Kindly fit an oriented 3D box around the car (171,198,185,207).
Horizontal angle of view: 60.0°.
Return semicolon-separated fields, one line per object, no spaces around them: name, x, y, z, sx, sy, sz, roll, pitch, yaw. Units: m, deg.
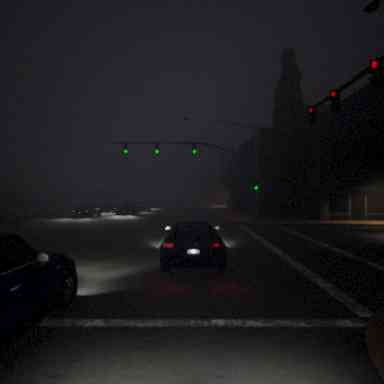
car;-2.728;2.051;61.208;1.994;1.385;4.181;0;-1;2

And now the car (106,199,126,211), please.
car;-10.416;1.908;42.876;1.994;1.385;4.181;0;0;4

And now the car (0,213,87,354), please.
car;-3.444;1.394;5.162;2.097;1.767;4.553;0;-1;0

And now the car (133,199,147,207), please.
car;-9.784;2.066;62.852;1.994;1.385;4.181;0;0;2

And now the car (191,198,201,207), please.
car;0.744;2.053;63.683;2.033;1.411;5.357;0;0;2

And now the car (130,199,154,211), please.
car;-6.844;1.893;45.929;1.812;1.442;4.674;0;0;2

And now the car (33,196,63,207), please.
car;-24.793;1.614;56.776;3.866;1.878;1.905;0;0;0

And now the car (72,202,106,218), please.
car;-10.645;1.778;33.968;1.837;1.490;4.892;0;0;1

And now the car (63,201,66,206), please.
car;-24.773;1.876;59.669;3.806;1.475;1.970;0;0;0

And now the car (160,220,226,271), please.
car;0.026;1.655;11.302;1.994;1.385;4.181;0;0;0

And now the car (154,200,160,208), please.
car;-6.533;2.010;55.842;1.994;1.385;4.181;0;0;2

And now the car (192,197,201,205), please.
car;1.050;1.985;74.328;1.882;1.535;5.008;0;0;2

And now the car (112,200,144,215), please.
car;-7.073;1.862;37.168;1.994;1.385;4.181;0;0;2

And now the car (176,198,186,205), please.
car;-2.453;2.091;74.282;1.837;1.490;4.892;0;0;2
